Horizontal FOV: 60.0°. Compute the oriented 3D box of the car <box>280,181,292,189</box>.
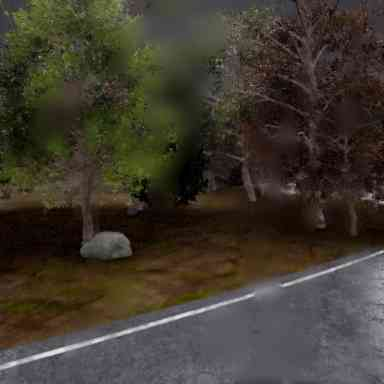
[{"bbox_3d":[15.004,-1.375,54.406,2.097,1.767,4.553,-4,3,11],"label":"car"}]
